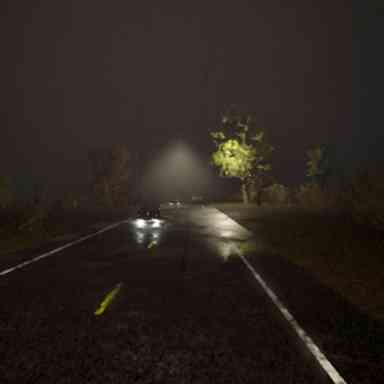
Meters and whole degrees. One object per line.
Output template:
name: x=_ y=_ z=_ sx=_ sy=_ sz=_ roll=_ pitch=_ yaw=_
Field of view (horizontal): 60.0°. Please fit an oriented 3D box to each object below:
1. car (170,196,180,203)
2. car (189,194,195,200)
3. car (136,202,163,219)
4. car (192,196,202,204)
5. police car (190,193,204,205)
car: x=-3.505 y=1.531 z=69.368 sx=1.837 sy=1.490 sz=4.892 roll=0 pitch=0 yaw=0
car: x=-0.007 y=1.395 z=92.431 sx=1.837 sy=1.490 sz=4.892 roll=0 pitch=0 yaw=0
car: x=-3.599 y=1.585 z=29.040 sx=1.994 sy=1.385 sz=4.181 roll=0 pitch=0 yaw=0
car: x=1.044 y=1.516 z=68.425 sx=1.882 sy=1.535 sz=5.008 roll=0 pitch=0 yaw=0
police car: x=1.046 y=1.460 z=58.534 sx=1.930 sy=1.638 sz=5.238 roll=0 pitch=0 yaw=0
